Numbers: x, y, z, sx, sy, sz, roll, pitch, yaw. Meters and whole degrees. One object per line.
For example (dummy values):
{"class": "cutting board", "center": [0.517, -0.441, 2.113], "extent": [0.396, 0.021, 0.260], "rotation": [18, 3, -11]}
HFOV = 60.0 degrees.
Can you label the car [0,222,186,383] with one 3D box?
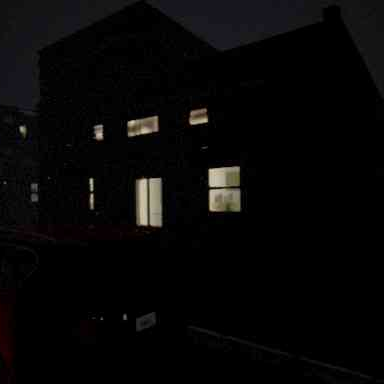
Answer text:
{"class": "car", "center": [-2.390, 1.345, 4.598], "extent": [5.009, 1.841, 2.192], "rotation": [0, -1, 36]}
